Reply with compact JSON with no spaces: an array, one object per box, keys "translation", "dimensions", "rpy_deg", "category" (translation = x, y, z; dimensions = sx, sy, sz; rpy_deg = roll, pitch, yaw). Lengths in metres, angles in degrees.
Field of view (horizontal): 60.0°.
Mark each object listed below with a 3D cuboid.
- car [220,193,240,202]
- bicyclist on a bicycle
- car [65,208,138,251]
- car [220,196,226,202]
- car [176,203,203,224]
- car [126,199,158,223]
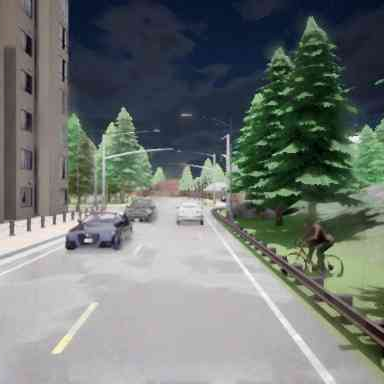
[{"translation":[7.687,1.120,67.998],"dimensions":[3.866,1.878,1.905],"rpy_deg":[0,0,-1],"category":"car"},{"translation":[3.173,1.490,8.685],"dimensions":[1.656,1.620,0.582],"rpy_deg":[4,0,-1],"category":"bicyclist on a bicycle"},{"translation":[-3.725,1.559,13.918],"dimensions":[1.994,1.385,4.181],"rpy_deg":[0,0,0],"category":"car"},{"translation":[8.130,1.119,65.493],"dimensions":[4.605,1.855,1.932],"rpy_deg":[0,0,-1],"category":"car"},{"translation":[-0.155,1.517,24.262],"dimensions":[1.812,1.442,4.674],"rpy_deg":[0,-1,-1],"category":"car"},{"translation":[-3.778,1.341,24.928],"dimensions":[2.097,1.767,4.553],"rpy_deg":[0,0,0],"category":"car"}]
